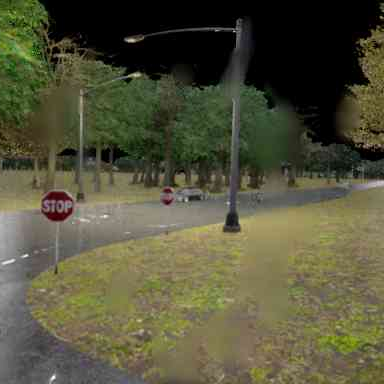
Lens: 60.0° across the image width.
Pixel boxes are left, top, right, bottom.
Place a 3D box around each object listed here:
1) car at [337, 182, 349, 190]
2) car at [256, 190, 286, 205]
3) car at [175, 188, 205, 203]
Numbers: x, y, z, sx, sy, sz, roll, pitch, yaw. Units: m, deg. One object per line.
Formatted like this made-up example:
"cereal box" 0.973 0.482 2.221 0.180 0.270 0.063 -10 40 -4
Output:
"car" 37.276 -1.265 82.000 1.994 1.385 4.181 4 4 35
"car" 8.643 0.519 36.060 2.128 1.511 4.902 4 4 35
"car" -0.430 0.374 35.388 1.837 1.490 4.892 4 5 35
